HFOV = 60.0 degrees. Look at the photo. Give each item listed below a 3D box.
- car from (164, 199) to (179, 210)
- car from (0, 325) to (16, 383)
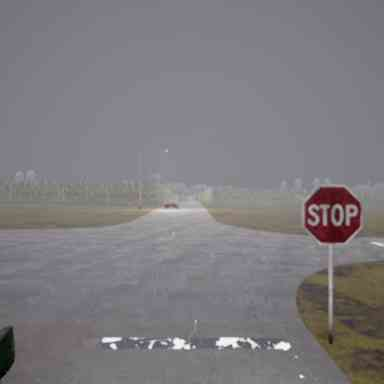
[{"bbox_3d":[-2.752,1.665,45.320,1.895,1.301,4.718,0,0,0],"label":"car"},{"bbox_3d":[-2.752,1.600,1.211,1.895,1.301,4.718,0,0,0],"label":"car"}]
